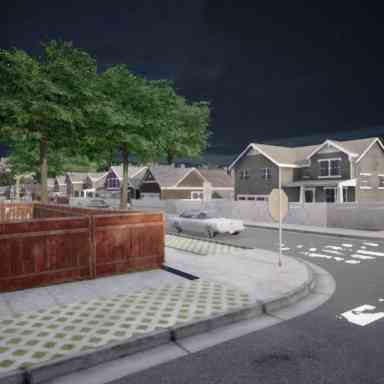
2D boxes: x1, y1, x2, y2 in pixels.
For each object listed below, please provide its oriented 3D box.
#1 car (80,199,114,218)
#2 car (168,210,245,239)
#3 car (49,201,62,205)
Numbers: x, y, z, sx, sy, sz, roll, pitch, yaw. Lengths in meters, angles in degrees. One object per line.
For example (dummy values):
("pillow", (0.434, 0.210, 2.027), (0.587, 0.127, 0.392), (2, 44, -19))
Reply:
("car", (-9.204, 1.529, 32.056), (2.097, 1.767, 4.553), (0, 0, -35))
("car", (0.678, 1.674, 18.238), (1.895, 1.301, 4.718), (0, 0, -36))
("car", (-19.344, 1.901, 46.385), (1.994, 1.385, 4.181), (0, 0, -36))
